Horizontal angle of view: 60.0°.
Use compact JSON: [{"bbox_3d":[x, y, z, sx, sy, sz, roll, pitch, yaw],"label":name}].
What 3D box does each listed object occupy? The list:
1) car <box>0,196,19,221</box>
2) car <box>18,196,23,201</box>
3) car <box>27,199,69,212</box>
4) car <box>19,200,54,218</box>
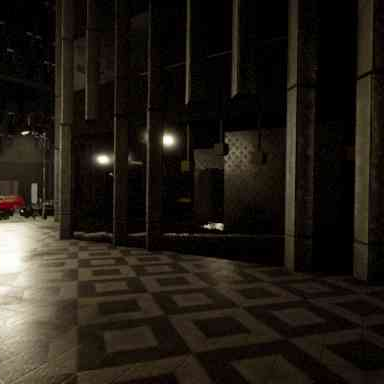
[{"bbox_3d":[-17.116,1.463,26.607,2.192,1.841,5.009,1,0,35],"label":"car"},{"bbox_3d":[-20.818,1.353,36.142,2.192,1.841,5.009,1,0,35],"label":"car"},{"bbox_3d":[-17.566,1.633,40.752,1.947,1.339,4.313,1,0,35],"label":"car"},{"bbox_3d":[-13.864,1.742,31.218,1.947,1.339,4.313,1,0,35],"label":"car"}]
